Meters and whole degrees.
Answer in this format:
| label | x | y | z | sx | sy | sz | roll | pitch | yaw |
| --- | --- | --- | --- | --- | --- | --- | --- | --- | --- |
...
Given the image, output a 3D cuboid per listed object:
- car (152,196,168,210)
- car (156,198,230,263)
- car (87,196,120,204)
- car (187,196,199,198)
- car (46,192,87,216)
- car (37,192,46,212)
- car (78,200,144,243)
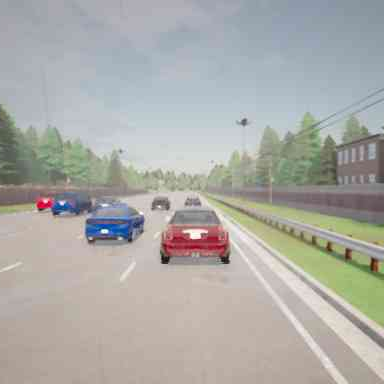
| label | x | y | z | sx | sy | sz | roll | pitch | yaw |
| --- | --- | --- | --- | --- | --- | --- | --- | --- | --- |
| car | -3.404 | 1.224 | 37.279 | 1.837 | 1.490 | 4.892 | 0 | 1 | 0 |
| car | 0.099 | 1.262 | 11.723 | 2.097 | 1.767 | 4.553 | 0 | 0 | 0 |
| car | -6.904 | 1.139 | 28.008 | 2.097 | 1.767 | 4.553 | 0 | 0 | 0 |
| car | 0.095 | 1.193 | 39.559 | 2.128 | 1.511 | 4.902 | 0 | 1 | 0 |
| car | -10.403 | 1.001 | 29.315 | 2.150 | 2.045 | 5.566 | 0 | 1 | 0 |
| car | -13.903 | 0.963 | 34.276 | 2.150 | 2.045 | 5.566 | 0 | 1 | 0 |
| car | -3.402 | 1.360 | 15.421 | 1.882 | 1.535 | 5.008 | 0 | 1 | 0 |
